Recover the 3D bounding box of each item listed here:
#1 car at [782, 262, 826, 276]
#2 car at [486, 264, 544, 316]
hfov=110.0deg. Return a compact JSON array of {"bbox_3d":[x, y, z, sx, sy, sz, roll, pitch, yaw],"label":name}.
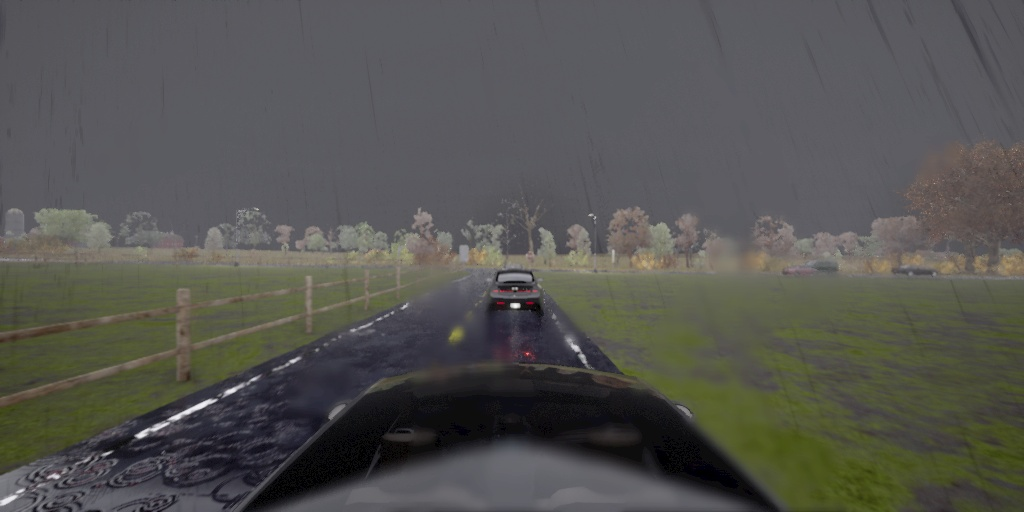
[{"bbox_3d":[39.198,1.949,48.577,4.181,1.385,1.994,1,1,0],"label":"car"},{"bbox_3d":[0.101,1.224,13.164,1.837,1.490,4.892,0,0,0],"label":"car"}]
